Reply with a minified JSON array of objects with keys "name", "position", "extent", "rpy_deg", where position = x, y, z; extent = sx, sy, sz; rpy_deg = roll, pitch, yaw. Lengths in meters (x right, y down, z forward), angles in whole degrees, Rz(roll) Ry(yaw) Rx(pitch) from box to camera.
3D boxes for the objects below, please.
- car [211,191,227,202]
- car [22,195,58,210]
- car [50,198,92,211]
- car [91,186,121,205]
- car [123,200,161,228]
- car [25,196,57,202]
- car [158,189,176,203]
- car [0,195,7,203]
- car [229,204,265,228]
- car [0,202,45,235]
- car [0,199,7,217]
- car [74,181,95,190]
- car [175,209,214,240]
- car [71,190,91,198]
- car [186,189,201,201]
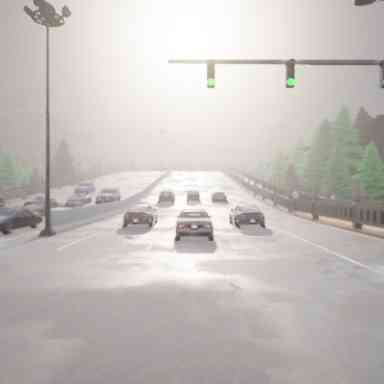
[{"name":"car","position":[3.681,0.507,45.851],"extent":[1.994,1.385,4.181],"rpy_deg":[0,5,0]},{"name":"car","position":[-17.530,1.128,38.618],"extent":[1.895,1.301,4.718],"rpy_deg":[0,4,1]},{"name":"car","position":[-10.565,1.550,28.945],"extent":[1.895,1.301,4.718],"rpy_deg":[0,1,0]},{"name":"car","position":[-10.491,0.494,42.102],"extent":[2.150,2.045,5.566],"rpy_deg":[0,4,1]},{"name":"car","position":[-3.394,1.536,22.320],"extent":[1.812,1.442,4.674],"rpy_deg":[0,0,0]},{"name":"car","position":[-14.047,1.416,31.678],"extent":[2.033,1.411,5.357],"rpy_deg":[0,2,1]},{"name":"car","position":[-3.324,0.377,44.991],"extent":[2.097,1.767,4.553],"rpy_deg":[0,5,0]},{"name":"car","position":[-14.071,1.232,21.443],"extent":[2.150,2.045,5.566],"rpy_deg":[0,0,0]},{"name":"car","position":[3.593,1.536,22.055],"extent":[1.812,1.442,4.674],"rpy_deg":[0,0,0]},{"name":"car","position":[-10.582,1.558,19.370],"extent":[2.033,1.411,5.357],"rpy_deg":[0,0,0]},{"name":"car","position":[-17.572,1.457,27.410],"extent":[1.882,1.535,5.008],"rpy_deg":[0,1,0]},{"name":"car","position":[-17.373,-0.650,54.142],"extent":[2.150,2.045,5.566],"rpy_deg":[0,7,0]},{"name":"car","position":[0.105,1.558,17.092],"extent":[2.033,1.411,5.357],"rpy_deg":[0,0,0]},{"name":"car","position":[-14.001,0.870,41.715],"extent":[1.994,1.385,4.181],"rpy_deg":[0,4,1]},{"name":"car","position":[0.185,0.352,46.543],"extent":[1.882,1.535,5.008],"rpy_deg":[0,6,0]}]
